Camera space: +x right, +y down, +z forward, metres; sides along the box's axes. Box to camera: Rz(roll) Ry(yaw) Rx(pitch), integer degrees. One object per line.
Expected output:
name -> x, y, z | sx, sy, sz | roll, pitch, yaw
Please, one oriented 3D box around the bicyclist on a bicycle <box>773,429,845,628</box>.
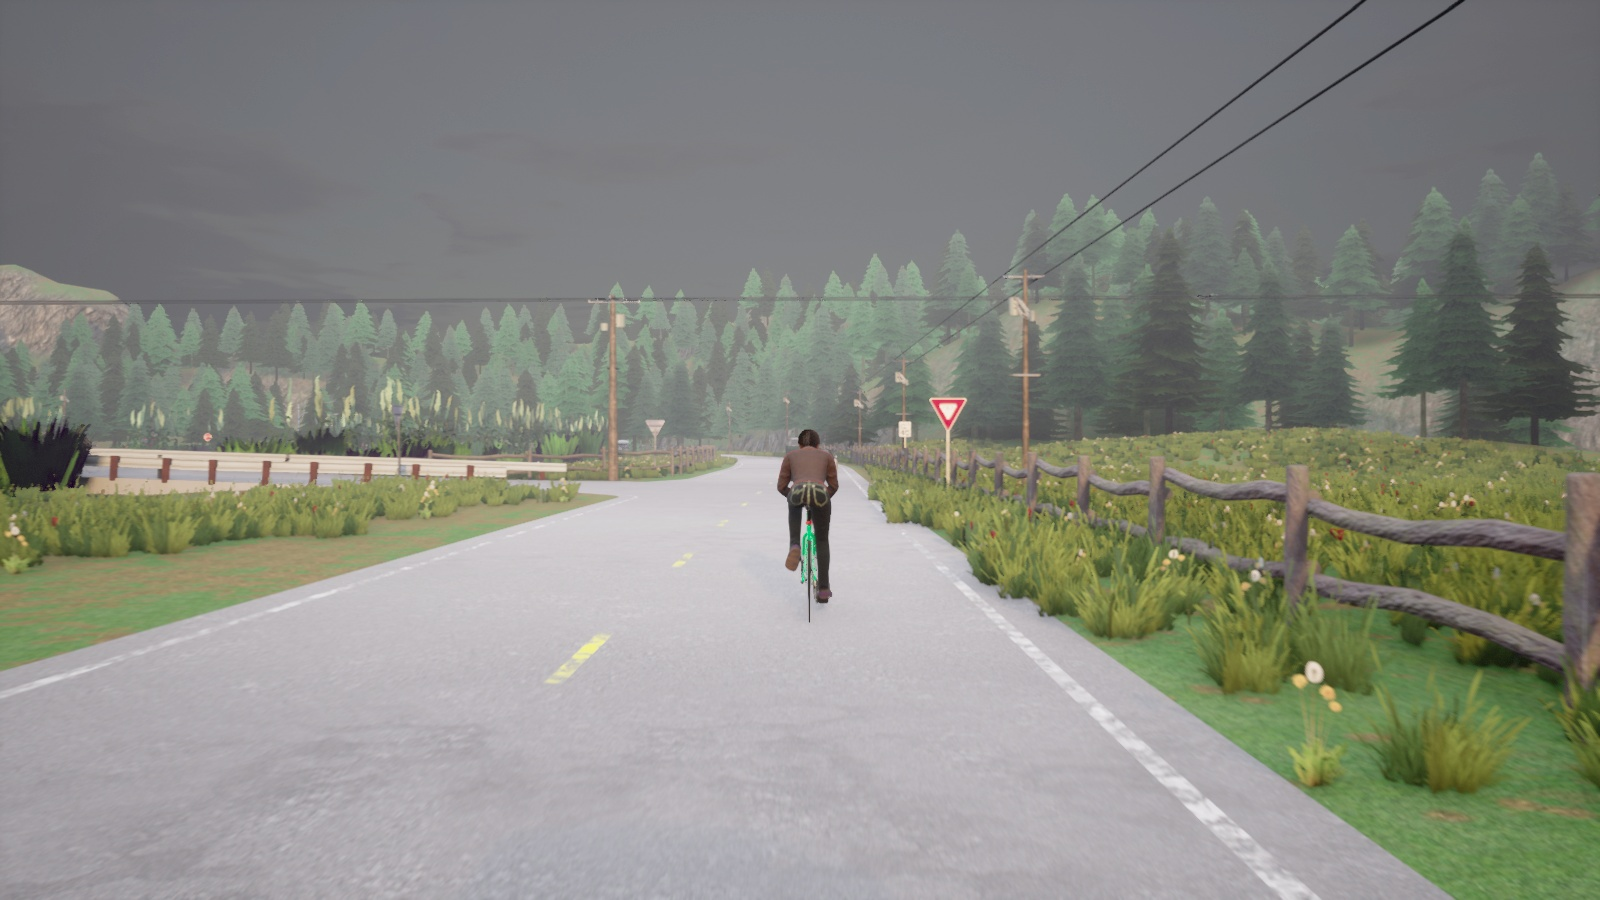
bicyclist on a bicycle -> 0.078, 0.640, 11.034 | 0.582, 1.620, 1.656 | 0, 0, 0
